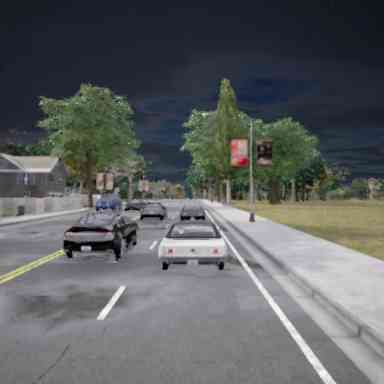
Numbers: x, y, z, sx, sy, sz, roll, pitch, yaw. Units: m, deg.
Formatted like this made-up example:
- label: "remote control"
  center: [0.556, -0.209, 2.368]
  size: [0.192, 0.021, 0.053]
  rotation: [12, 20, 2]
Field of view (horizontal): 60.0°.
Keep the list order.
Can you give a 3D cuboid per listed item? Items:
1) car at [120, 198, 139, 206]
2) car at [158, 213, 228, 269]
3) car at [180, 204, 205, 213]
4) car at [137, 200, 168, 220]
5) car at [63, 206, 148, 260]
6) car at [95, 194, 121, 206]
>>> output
- label: "car"
  center: [-6.603, 1.599, 39.081]
  size: [2.033, 1.411, 5.357]
  rotation: [0, 0, 0]
- label: "car"
  center: [0.059, 1.596, 11.108]
  size: [1.895, 1.301, 4.718]
  rotation: [0, 0, 1]
- label: "car"
  center: [0.060, 1.614, 26.067]
  size: [1.895, 1.301, 4.718]
  rotation: [0, 0, 0]
- label: "car"
  center: [-3.177, 1.582, 28.364]
  size: [1.994, 1.385, 4.181]
  rotation: [0, 0, 0]
- label: "car"
  center: [-3.182, 1.488, 12.477]
  size: [2.128, 1.511, 4.902]
  rotation: [0, 0, 0]
- label: "car"
  center: [-9.837, 1.278, 39.693]
  size: [2.150, 2.045, 5.566]
  rotation: [0, -1, 0]
